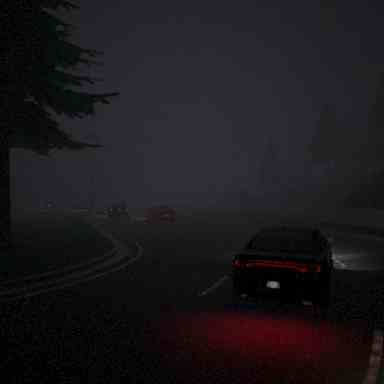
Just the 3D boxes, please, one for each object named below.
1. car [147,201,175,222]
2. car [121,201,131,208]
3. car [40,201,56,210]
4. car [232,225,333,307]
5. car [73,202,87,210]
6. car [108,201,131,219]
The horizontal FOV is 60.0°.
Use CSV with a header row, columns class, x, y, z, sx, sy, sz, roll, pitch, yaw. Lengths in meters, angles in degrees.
class,x,y,z,sx,sy,sz,roll,pitch,yaw
car,-3.046,1.951,31.734,1.882,1.535,5.008,-1,-1,-19
car,-14.790,2.746,74.231,1.994,1.385,4.181,-1,-1,-9
car,-28.735,2.563,66.376,2.097,1.767,4.553,-1,-1,-9
car,2.457,1.568,8.380,1.882,1.535,5.008,0,0,23
car,-21.125,2.598,63.003,1.882,1.535,5.008,-1,-1,-9
car,-8.060,1.949,36.300,2.097,1.767,4.553,0,-1,-15
